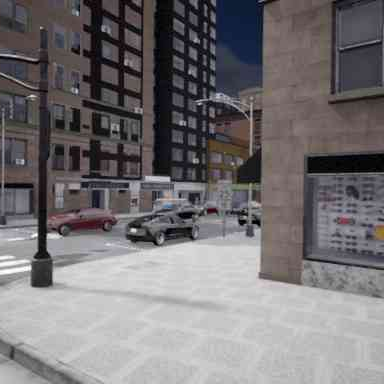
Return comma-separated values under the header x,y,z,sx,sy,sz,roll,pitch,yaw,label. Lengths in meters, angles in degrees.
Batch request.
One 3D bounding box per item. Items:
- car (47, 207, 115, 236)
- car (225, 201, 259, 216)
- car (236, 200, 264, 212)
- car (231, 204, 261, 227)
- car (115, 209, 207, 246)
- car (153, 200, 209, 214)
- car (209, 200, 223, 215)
x,y,z,sx,sy,sz,roll,pitch,yaw,label
-6.521,1.629,19.493,1.812,1.442,4.674,1,0,37,car
5.169,1.810,35.744,2.033,1.411,5.357,1,0,36,car
7.646,1.817,43.608,1.752,1.417,4.829,0,0,36,car
5.040,1.847,25.381,1.947,1.339,4.313,0,0,36,car
-1.378,1.761,16.456,1.947,1.339,4.313,0,0,36,car
-1.061,1.667,27.089,2.128,1.511,4.902,1,0,35,car
1.329,1.639,34.821,1.967,1.590,4.097,0,0,36,car
